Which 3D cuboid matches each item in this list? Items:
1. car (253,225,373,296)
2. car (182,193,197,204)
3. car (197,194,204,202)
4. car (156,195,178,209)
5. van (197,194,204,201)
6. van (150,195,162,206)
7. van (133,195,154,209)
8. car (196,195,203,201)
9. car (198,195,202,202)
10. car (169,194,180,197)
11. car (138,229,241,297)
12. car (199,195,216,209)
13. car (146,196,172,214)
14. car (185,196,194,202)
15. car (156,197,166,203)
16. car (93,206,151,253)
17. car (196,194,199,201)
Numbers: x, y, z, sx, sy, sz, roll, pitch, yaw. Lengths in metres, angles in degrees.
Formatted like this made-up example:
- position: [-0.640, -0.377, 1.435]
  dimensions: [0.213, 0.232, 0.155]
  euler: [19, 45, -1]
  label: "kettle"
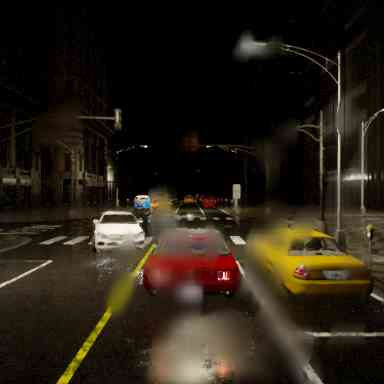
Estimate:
- position: [2.703, 1.527, 8.573]
  dimensions: [1.752, 1.417, 4.829]
  euler: [0, 0, 0]
  label: "car"
- position: [-0.544, 1.519, 65.766]
  dimensions: [1.882, 1.535, 5.008]
  euler: [0, 0, 0]
  label: "car"
- position: [2.299, 1.577, 57.545]
  dimensions: [1.887, 1.381, 4.507]
  euler: [0, 0, 0]
  label: "car"
- position: [-3.468, 1.510, 45.162]
  dimensions: [2.128, 1.511, 4.902]
  euler: [0, 0, 0]
  label: "car"
- position: [2.060, 1.403, 85.171]
  dimensions: [1.690, 1.788, 3.998]
  euler: [0, 0, 0]
  label: "van"
- position: [-6.252, 1.373, 57.490]
  dimensions: [1.690, 1.788, 3.998]
  euler: [0, 0, 0]
  label: "van"
- position: [-6.116, 1.358, 40.916]
  dimensions: [1.690, 1.788, 3.998]
  euler: [0, 0, 0]
  label: "van"
- position: [2.014, 1.618, 90.697]
  dimensions: [2.008, 1.369, 4.403]
  euler: [0, 0, 0]
  label: "car"
- position: [2.347, 1.571, 52.020]
  dimensions: [1.887, 1.381, 4.507]
  euler: [0, 0, 0]
  label: "car"
- position: [-3.563, 1.539, 59.718]
  dimensions: [1.837, 1.490, 4.892]
  euler: [0, 0, 0]
  label: "car"
- position: [-0.006, 1.602, 8.511]
  dimensions: [1.895, 1.301, 4.718]
  euler: [0, 0, 0]
  label: "car"
- position: [2.394, 1.566, 46.495]
  dimensions: [1.887, 1.381, 4.507]
  euler: [0, 0, 0]
  label: "car"
- position: [-3.382, 1.491, 35.276]
  dimensions: [1.882, 1.535, 5.008]
  euler: [0, 0, -2]
  label: "car"
- position: [-0.632, 1.497, 76.214]
  dimensions: [1.895, 1.301, 4.718]
  euler: [0, 0, 0]
  label: "car"
- position: [-6.342, 1.626, 68.540]
  dimensions: [1.802, 1.307, 4.206]
  euler: [0, 0, 0]
  label: "car"
- position: [-3.117, 1.527, 14.027]
  dimensions: [1.812, 1.442, 4.674]
  euler: [1, 0, -16]
  label: "car"
- position: [2.250, 1.563, 63.240]
  dimensions: [1.752, 1.417, 4.829]
  euler: [0, 0, 0]
  label: "car"
